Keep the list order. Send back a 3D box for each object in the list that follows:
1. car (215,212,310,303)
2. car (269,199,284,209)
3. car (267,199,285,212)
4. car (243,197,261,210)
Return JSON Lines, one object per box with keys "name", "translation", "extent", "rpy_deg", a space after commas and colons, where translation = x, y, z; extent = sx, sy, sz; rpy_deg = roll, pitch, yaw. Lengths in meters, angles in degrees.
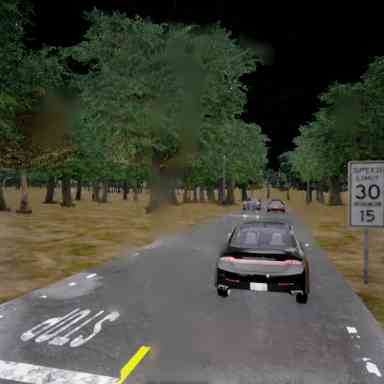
{"name": "car", "translation": [1.811, 1.485, 8.316], "extent": [2.128, 1.511, 4.902], "rpy_deg": [0, 0, 15]}
{"name": "car", "translation": [12.223, 1.680, 48.033], "extent": [2.033, 1.411, 5.357], "rpy_deg": [0, -1, 15]}
{"name": "car", "translation": [9.727, 1.618, 38.388], "extent": [1.994, 1.385, 4.181], "rpy_deg": [0, 0, 15]}
{"name": "car", "translation": [7.849, 1.435, 43.178], "extent": [2.097, 1.767, 4.553], "rpy_deg": [0, 0, 15]}
